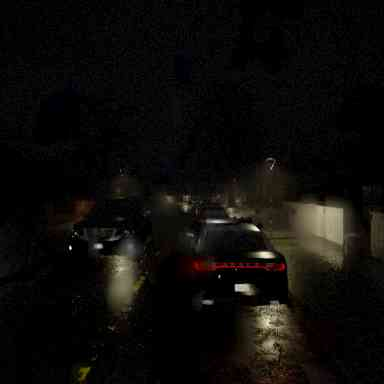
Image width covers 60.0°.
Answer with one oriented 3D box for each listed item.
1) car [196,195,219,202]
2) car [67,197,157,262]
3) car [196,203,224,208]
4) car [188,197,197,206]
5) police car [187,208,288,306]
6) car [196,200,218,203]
[{"bbox_3d":[2.189,1.519,45.906,2.128,1.511,4.902,0,0,6],"label":"car"},{"bbox_3d":[-2.663,1.225,12.464,2.150,2.045,5.566,0,0,2],"label":"car"},{"bbox_3d":[1.166,1.531,18.090,1.812,1.442,4.674,0,0,2],"label":"car"},{"bbox_3d":[0.467,1.533,56.746,2.128,1.511,4.902,0,0,7],"label":"car"},{"bbox_3d":[0.896,1.427,8.247,1.930,1.638,5.238,0,0,1],"label":"police car"},{"bbox_3d":[1.424,1.534,24.058,1.812,1.442,4.674,0,0,3],"label":"car"}]
